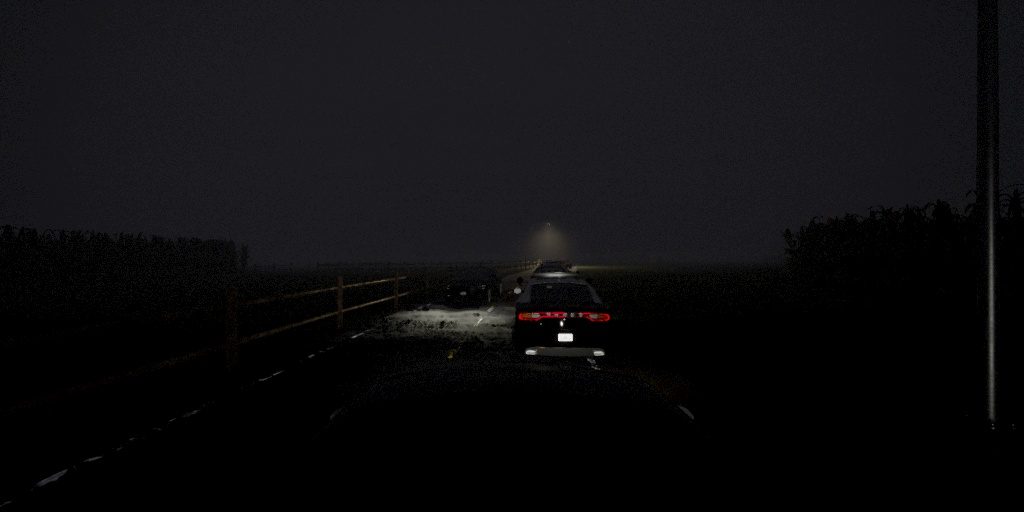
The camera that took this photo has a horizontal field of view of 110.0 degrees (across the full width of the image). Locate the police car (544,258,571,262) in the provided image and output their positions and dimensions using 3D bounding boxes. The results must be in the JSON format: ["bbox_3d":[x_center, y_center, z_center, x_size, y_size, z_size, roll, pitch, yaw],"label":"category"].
[{"bbox_3d":[2.855,1.159,24.295,1.930,1.638,5.238,0,0,10],"label":"police car"}]

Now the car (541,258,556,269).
[{"bbox_3d":[5.882,1.172,57.512,1.882,1.535,5.008,0,0,12],"label":"car"}]

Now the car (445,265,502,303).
[{"bbox_3d":[-1.661,1.220,16.808,1.882,1.535,5.008,0,0,7],"label":"car"}]

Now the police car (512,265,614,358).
[{"bbox_3d":[1.057,1.173,8.647,1.930,1.638,5.238,0,0,3],"label":"police car"}]

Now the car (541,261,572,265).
[{"bbox_3d":[1.967,1.218,18.342,1.882,1.535,5.008,0,0,7],"label":"car"}]
